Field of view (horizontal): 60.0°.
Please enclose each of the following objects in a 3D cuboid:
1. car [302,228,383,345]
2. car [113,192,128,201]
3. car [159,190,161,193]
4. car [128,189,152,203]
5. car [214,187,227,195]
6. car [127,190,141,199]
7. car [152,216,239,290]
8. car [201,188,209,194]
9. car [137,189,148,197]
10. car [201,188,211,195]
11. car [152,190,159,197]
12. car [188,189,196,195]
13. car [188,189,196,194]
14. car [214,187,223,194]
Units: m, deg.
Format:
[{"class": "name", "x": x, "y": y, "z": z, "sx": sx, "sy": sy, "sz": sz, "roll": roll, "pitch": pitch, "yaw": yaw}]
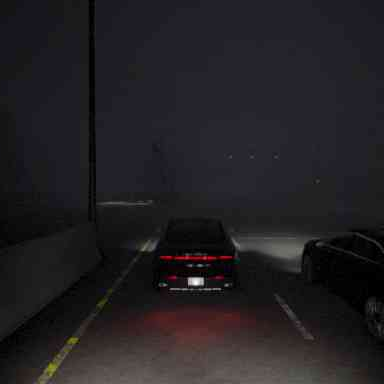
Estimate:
[{"class": "car", "x": 3.568, "y": 1.407, "z": 6.178, "sx": 2.128, "sy": 1.511, "sz": 4.902, "roll": 0, "pitch": 1, "yaw": 0}, {"class": "car", "x": -10.589, "y": 0.655, "z": 50.408, "sx": 1.895, "sy": 1.301, "sz": 4.718, "roll": 0, "pitch": 1, "yaw": 0}, {"class": "car", "x": -6.991, "y": 0.238, "z": 68.944, "sx": 2.033, "sy": 1.411, "sz": 5.357, "roll": 0, "pitch": 1, "yaw": 0}, {"class": "car", "x": -7.093, "y": 0.673, "z": 45.700, "sx": 1.812, "sy": 1.442, "sz": 4.674, "roll": 0, "pitch": 1, "yaw": 0}, {"class": "car", "x": 7.010, "y": -0.157, "z": 79.059, "sx": 2.097, "sy": 1.767, "sz": 4.553, "roll": 0, "pitch": 1, "yaw": 0}, {"class": "car", "x": -10.554, "y": 0.380, "z": 60.580, "sx": 1.812, "sy": 1.442, "sz": 4.674, "roll": 0, "pitch": 1, "yaw": -1}, {"class": "car", "x": 0.078, "y": 1.374, "z": 8.662, "sx": 1.837, "sy": 1.490, "sz": 4.892, "roll": 0, "pitch": 1, "yaw": 0}, {"class": "car", "x": 3.512, "y": -0.239, "z": 90.805, "sx": 1.837, "sy": 1.490, "sz": 4.892, "roll": 0, "pitch": 1, "yaw": 1}, {"class": "car", "x": -10.491, "y": 0.177, "z": 70.862, "sx": 1.812, "sy": 1.442, "sz": 4.674, "roll": 0, "pitch": 1, "yaw": 0}, {"class": "car", "x": 3.510, "y": -0.182, "z": 80.524, "sx": 2.097, "sy": 1.767, "sz": 4.553, "roll": 0, "pitch": 1, "yaw": 0}, {"class": "car", "x": -7.082, "y": 0.569, "z": 54.800, "sx": 1.895, "sy": 1.301, "sz": 4.718, "roll": 0, "pitch": 1, "yaw": 0}, {"class": "car", "x": 0.012, "y": 0.038, "z": 77.955, "sx": 2.128, "sy": 1.511, "sz": 4.902, "roll": 0, "pitch": 1, "yaw": 0}, {"class": "car", "x": 0.011, "y": -0.149, "z": 88.258, "sx": 2.033, "sy": 1.411, "sz": 5.357, "roll": 0, "pitch": 1, "yaw": 0}, {"class": "car", "x": 7.011, "y": -0.444, "z": 88.225, "sx": 2.097, "sy": 1.767, "sz": 4.553, "roll": 0, "pitch": 1, "yaw": 0}]
